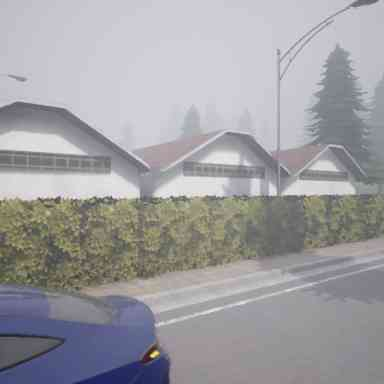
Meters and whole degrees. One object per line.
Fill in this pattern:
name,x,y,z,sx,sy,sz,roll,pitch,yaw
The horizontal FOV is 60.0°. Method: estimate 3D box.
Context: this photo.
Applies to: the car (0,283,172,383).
car,-2.350,1.526,2.345,4.674,1.442,1.812,0,0,-35
